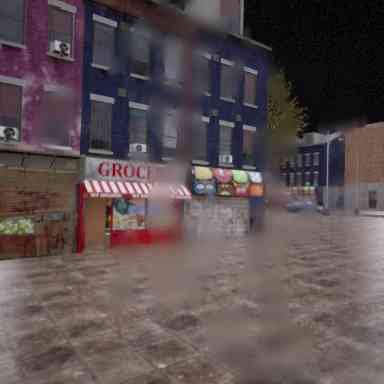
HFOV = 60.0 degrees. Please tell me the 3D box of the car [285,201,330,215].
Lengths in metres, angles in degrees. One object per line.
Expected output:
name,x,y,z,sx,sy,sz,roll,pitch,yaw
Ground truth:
car,11.690,1.618,33.925,1.812,1.442,4.674,2,-2,-36
